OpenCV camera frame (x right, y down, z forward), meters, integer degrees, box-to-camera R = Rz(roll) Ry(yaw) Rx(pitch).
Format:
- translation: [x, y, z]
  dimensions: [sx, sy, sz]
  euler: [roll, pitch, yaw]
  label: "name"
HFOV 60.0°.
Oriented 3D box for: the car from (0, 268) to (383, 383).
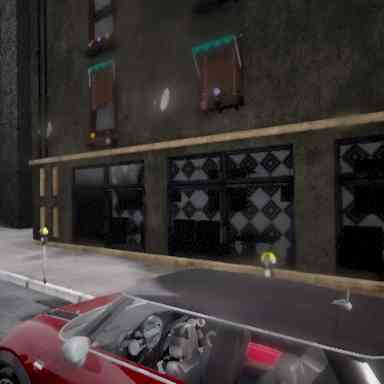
- translation: [-0.049, 1.438, 2.929]
  dimensions: [4.097, 1.590, 1.967]
  euler: [0, -1, 36]
  label: "car"
